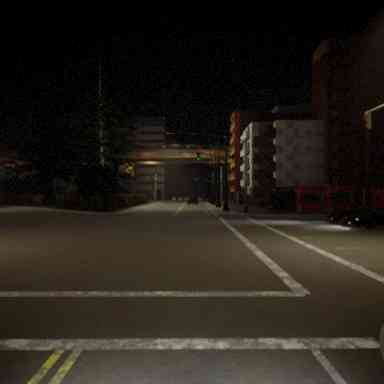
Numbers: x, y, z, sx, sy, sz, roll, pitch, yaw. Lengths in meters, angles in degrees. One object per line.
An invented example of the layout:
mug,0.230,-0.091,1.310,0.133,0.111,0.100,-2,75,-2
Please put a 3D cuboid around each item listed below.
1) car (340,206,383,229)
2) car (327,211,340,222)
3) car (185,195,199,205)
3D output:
car,13.379,1.728,22.647,5.357,1.411,2.033,1,0,0
car,13.193,1.788,26.143,4.718,1.301,1.895,1,0,0
car,0.150,1.697,63.733,1.837,1.490,4.892,0,0,0
